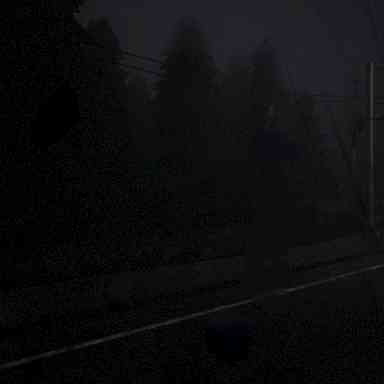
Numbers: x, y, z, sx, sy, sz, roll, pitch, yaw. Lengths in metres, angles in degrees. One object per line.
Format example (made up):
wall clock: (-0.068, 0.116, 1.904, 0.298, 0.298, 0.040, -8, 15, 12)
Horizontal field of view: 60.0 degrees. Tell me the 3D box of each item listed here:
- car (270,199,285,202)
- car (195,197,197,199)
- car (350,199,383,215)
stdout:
car: (12.751, 1.491, 47.895, 2.128, 1.511, 4.902, 0, 0, -36)
car: (-0.165, 1.601, 65.211, 4.718, 1.301, 1.895, 0, 0, 27)
car: (17.936, 1.505, 33.493, 1.837, 1.490, 4.892, 0, 0, -5)
